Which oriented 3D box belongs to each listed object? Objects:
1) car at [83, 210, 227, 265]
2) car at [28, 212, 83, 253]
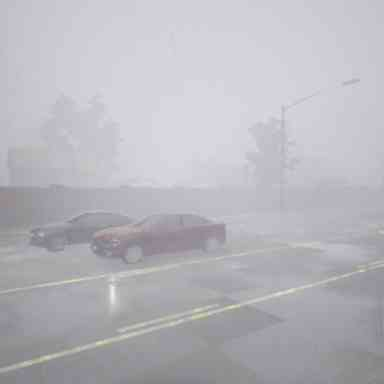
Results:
[{"bbox_3d":[-1.005,1.454,11.871,5.008,1.535,1.882,0,0,-35],"label":"car"},{"bbox_3d":[-4.237,1.511,13.866,4.674,1.442,1.812,0,0,-35],"label":"car"}]
